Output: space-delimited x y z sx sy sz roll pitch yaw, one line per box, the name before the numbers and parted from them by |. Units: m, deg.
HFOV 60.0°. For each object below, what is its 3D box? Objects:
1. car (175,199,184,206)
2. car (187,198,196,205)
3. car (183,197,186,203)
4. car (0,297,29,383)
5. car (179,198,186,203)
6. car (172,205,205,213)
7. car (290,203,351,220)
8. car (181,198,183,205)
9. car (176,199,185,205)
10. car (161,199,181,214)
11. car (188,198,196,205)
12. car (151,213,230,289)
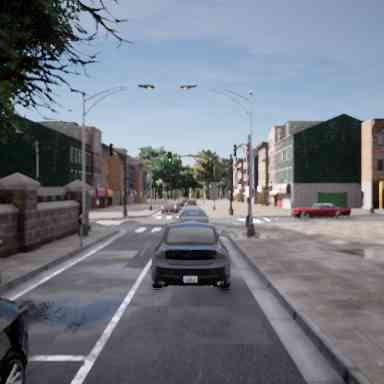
car | -2.667 2.212 72.941 1.887 1.381 4.507 -1 -1 0
car | -0.014 2.167 70.664 2.128 1.511 4.902 0 -1 0
car | -2.664 2.102 62.072 1.887 1.381 4.507 -1 -1 0
car | -2.645 1.582 2.015 1.947 1.339 4.313 -1 0 0
car | -2.673 2.443 94.679 2.008 1.369 4.403 -1 -1 0
car | 0.094 1.710 19.973 2.033 1.411 5.357 0 -1 0
car | 10.949 1.647 28.609 4.718 1.301 1.895 -1 0 0
car | -2.660 1.837 45.769 1.967 1.590 4.097 -1 -1 0
car | -2.668 2.289 78.375 1.947 1.339 4.313 -1 -1 0
car | -2.658 1.786 40.335 1.967 1.590 4.097 -1 -1 0
car | -0.023 2.227 80.908 1.882 1.535 5.008 0 -1 0
car | -0.018 1.580 9.376 1.837 1.490 4.892 0 0 0
